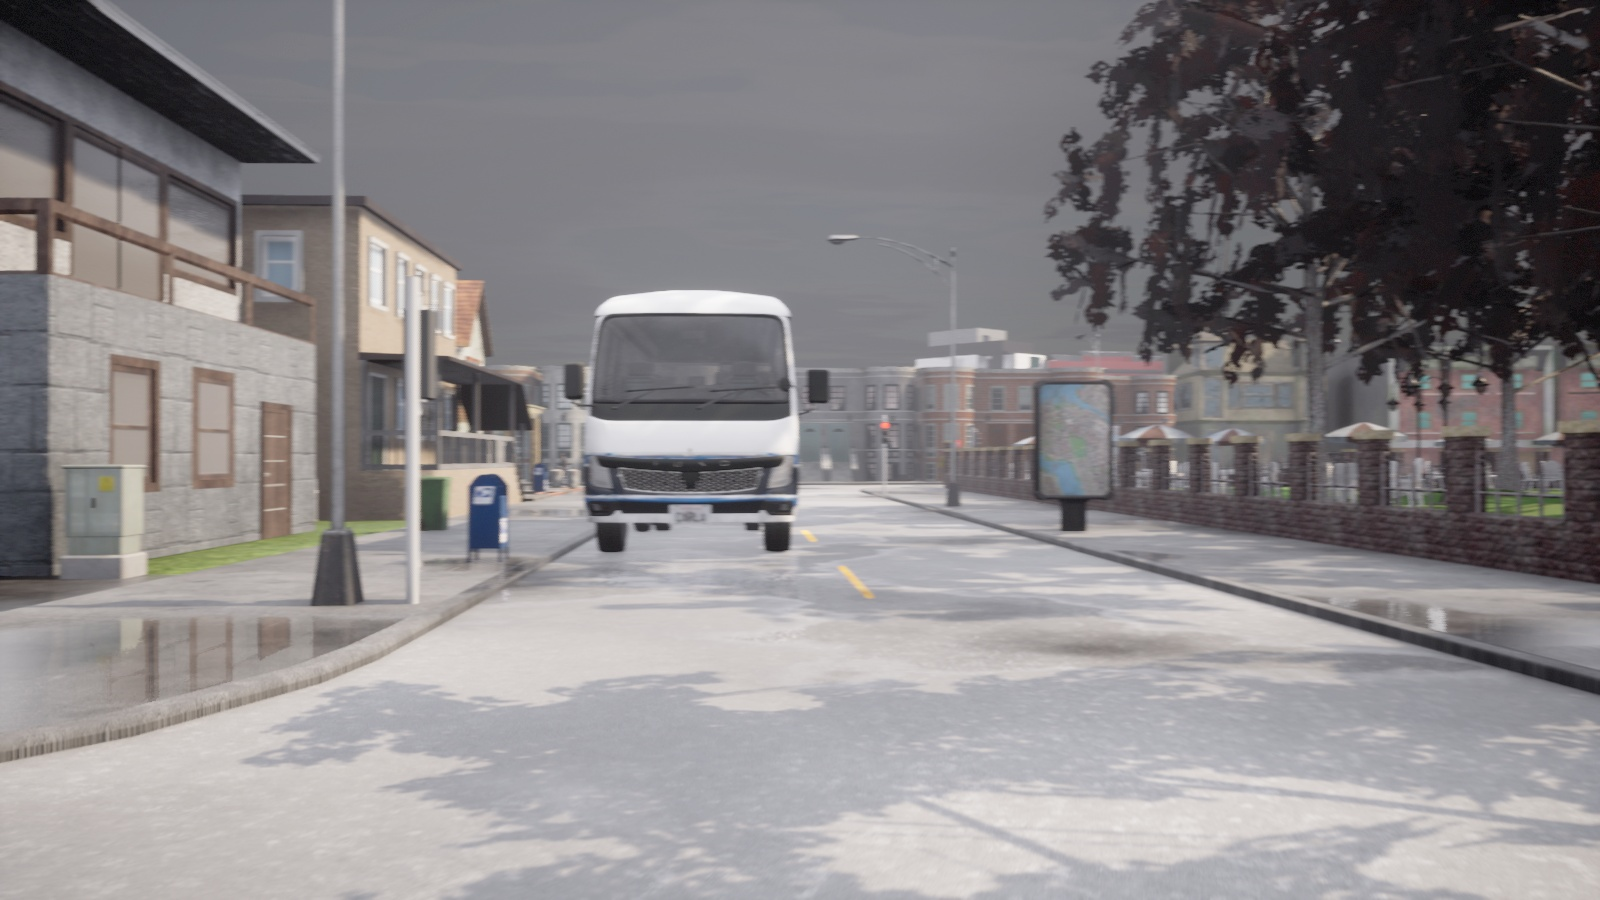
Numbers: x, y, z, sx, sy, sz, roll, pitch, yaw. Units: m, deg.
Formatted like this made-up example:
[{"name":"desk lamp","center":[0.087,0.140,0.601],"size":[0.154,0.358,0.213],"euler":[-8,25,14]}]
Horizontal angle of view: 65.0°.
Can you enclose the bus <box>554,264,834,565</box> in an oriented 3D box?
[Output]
[{"name":"bus","center":[-1.634,-0.476,22.965],"size":[3.944,4.253,10.273],"euler":[0,0,-2]}]

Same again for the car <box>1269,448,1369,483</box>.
[{"name":"car","center":[28.146,0.849,68.163],"size":[4.605,1.855,1.932],"euler":[0,0,-2]}]

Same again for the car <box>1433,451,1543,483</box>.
[{"name":"car","center":[37.505,0.917,68.534],"size":[4.856,1.649,2.033],"euler":[0,0,2]}]
